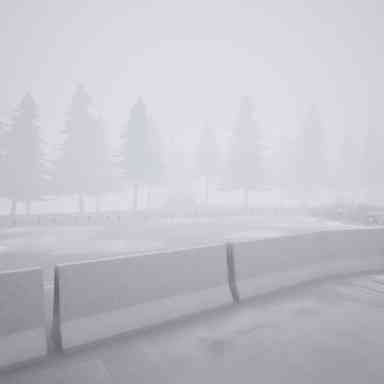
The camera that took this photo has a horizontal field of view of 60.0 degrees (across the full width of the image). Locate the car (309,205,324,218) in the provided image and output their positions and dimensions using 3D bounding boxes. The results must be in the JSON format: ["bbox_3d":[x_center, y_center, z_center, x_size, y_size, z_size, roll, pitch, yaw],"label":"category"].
[{"bbox_3d":[12.253,1.564,28.685,4.181,1.385,1.994,0,0,-17],"label":"car"}]

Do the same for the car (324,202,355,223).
[{"bbox_3d":[12.612,1.564,25.147,4.181,1.385,1.994,0,0,-17],"label":"car"}]

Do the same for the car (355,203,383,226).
[{"bbox_3d":[13.240,1.564,21.682,4.181,1.385,1.994,0,0,-18],"label":"car"}]
